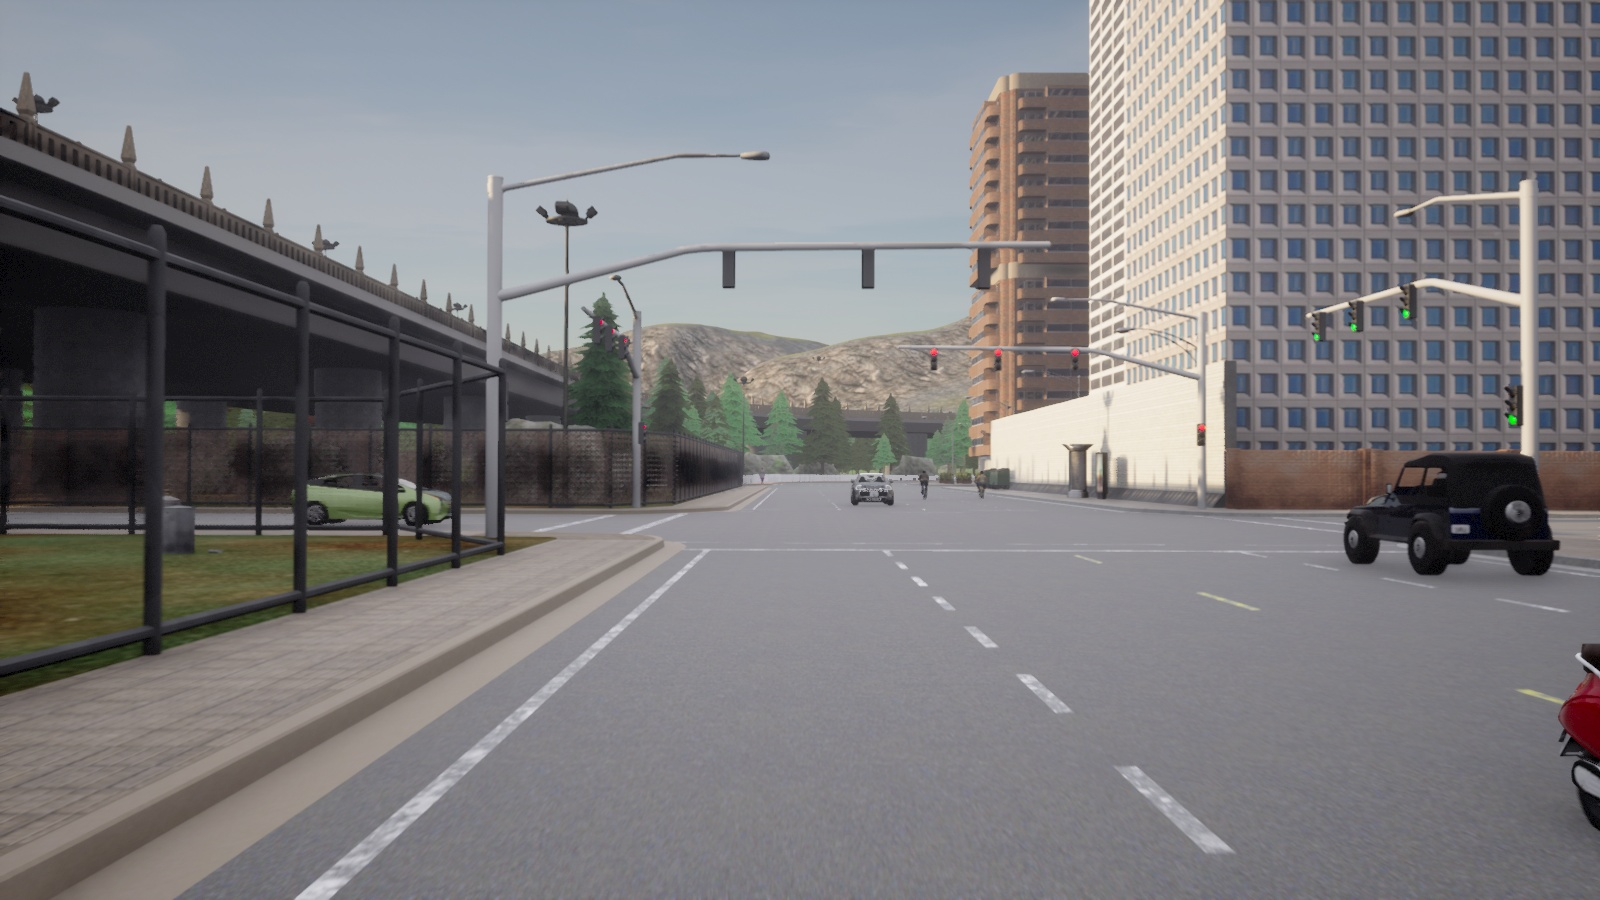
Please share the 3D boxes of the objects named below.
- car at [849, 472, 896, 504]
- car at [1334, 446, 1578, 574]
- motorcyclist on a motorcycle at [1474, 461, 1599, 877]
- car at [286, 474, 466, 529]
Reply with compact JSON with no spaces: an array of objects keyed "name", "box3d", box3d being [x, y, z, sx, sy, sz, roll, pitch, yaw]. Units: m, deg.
[{"name":"car","box3d":[3.356,1.751,58.774,1.970,1.475,3.806,0,-1,0]},{"name":"car","box3d":[10.448,0.910,20.355,1.905,1.878,3.866,0,-1,0]},{"name":"motorcyclist on a motorcycle","box3d":[3.488,0.834,4.758,0.866,1.590,1.817,0,-1,0]},{"name":"car","box3d":[-12.167,1.473,36.251,4.514,1.525,2.007,0,-1,0]}]
